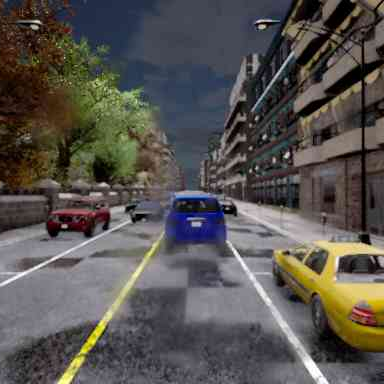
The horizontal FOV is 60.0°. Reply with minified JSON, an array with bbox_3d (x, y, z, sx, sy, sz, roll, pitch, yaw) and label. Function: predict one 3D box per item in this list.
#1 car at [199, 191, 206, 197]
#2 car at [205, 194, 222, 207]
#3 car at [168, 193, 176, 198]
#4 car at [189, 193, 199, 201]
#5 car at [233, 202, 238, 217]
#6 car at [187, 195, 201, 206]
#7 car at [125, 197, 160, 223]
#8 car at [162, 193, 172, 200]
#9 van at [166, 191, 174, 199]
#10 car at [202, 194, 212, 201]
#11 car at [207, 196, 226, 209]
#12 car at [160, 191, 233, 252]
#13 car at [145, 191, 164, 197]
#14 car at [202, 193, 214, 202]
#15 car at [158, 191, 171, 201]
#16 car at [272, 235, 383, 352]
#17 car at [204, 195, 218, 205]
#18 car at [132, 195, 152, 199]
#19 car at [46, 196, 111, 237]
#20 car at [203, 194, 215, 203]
[{"bbox_3d":[3.001,0.679,94.478,1.967,1.590,4.097,1,0,0],"label":"car"},{"bbox_3d":[2.859,1.077,44.769,1.967,1.590,4.097,1,0,0],"label":"car"},{"bbox_3d":[-5.353,0.848,88.985,1.947,1.339,4.313,1,0,0],"label":"car"},{"bbox_3d":[0.325,0.951,65.133,1.882,1.535,5.008,0,0,0],"label":"car"},{"bbox_3d":[2.799,1.337,28.200,1.947,1.339,4.313,1,0,0],"label":"car"},{"bbox_3d":[0.259,1.149,46.478,1.812,1.442,4.674,0,0,0],"label":"car"},{"bbox_3d":[-3.018,1.355,23.563,2.033,1.411,5.357,0,0,0],"label":"car"},{"bbox_3d":[-5.427,0.960,72.415,1.887,1.381,4.507,1,0,0],"label":"car"},{"bbox_3d":[-5.393,0.668,83.460,1.690,1.788,3.998,1,0,0],"label":"van"},{"bbox_3d":[2.933,1.041,66.863,1.802,1.307,4.206,1,0,0],"label":"car"},{"bbox_3d":[2.838,1.248,39.247,1.947,1.339,4.313,1,0,0],"label":"car"},{"bbox_3d":[0.115,1.112,13.402,2.150,2.045,5.566,0,1,-1],"label":"car"},{"bbox_3d":[-5.518,0.952,44.798,2.192,1.841,5.009,1,0,0],"label":"car"},{"bbox_3d":[2.917,0.944,61.339,1.967,1.590,4.097,1,0,0],"label":"car"},{"bbox_3d":[-5.442,0.774,66.890,2.192,1.841,5.009,1,0,0],"label":"car"},{"bbox_3d":[2.724,1.473,6.277,1.752,1.417,4.829,1,0,0],"label":"car"},{"bbox_3d":[2.877,1.137,50.292,1.887,1.381,4.507,1,0,0],"label":"car"},{"bbox_3d":[-5.561,1.292,33.753,1.947,1.339,4.313,1,0,0],"label":"car"},{"bbox_3d":[-5.614,1.175,17.181,2.192,1.841,5.009,1,0,0],"label":"car"},{"bbox_3d":[2.897,1.072,55.986,1.752,1.417,4.829,1,0,0],"label":"car"}]
